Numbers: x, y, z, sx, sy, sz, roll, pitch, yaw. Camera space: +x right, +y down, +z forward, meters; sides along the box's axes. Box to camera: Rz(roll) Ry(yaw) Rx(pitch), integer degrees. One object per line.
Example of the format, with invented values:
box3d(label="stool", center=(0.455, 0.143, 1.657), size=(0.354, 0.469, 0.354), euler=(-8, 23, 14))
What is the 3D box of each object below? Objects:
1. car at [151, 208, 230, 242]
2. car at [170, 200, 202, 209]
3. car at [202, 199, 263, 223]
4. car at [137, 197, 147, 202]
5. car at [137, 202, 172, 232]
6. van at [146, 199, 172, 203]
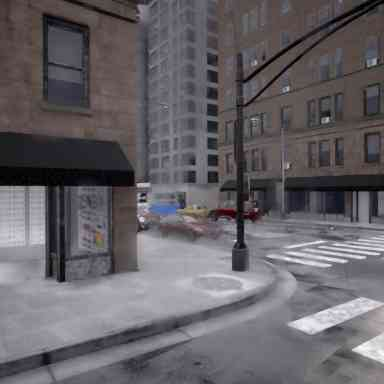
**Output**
box3d(label="car", center=(-0.227, 1.778, 17.639), size=(1.802, 1.307, 4.206), euler=(-1, 0, -36))
box3d(label="car", center=(0.158, 1.805, 31.694), size=(1.752, 1.417, 4.829), euler=(-1, 0, -36))
box3d(label="car", center=(3.469, 1.522, 27.088), size=(2.192, 1.841, 5.009), euler=(-1, 0, -36))
box3d(label="car", center=(-6.724, 1.624, 36.710), size=(2.150, 2.045, 5.566), euler=(0, 0, -36))
box3d(label="car", center=(-3.446, 1.706, 22.107), size=(1.967, 1.590, 4.097), euler=(-1, 0, -36))
box3d(label="van", center=(-2.962, 1.689, 36.022), size=(1.690, 1.788, 3.998), euler=(-1, 0, -36))
